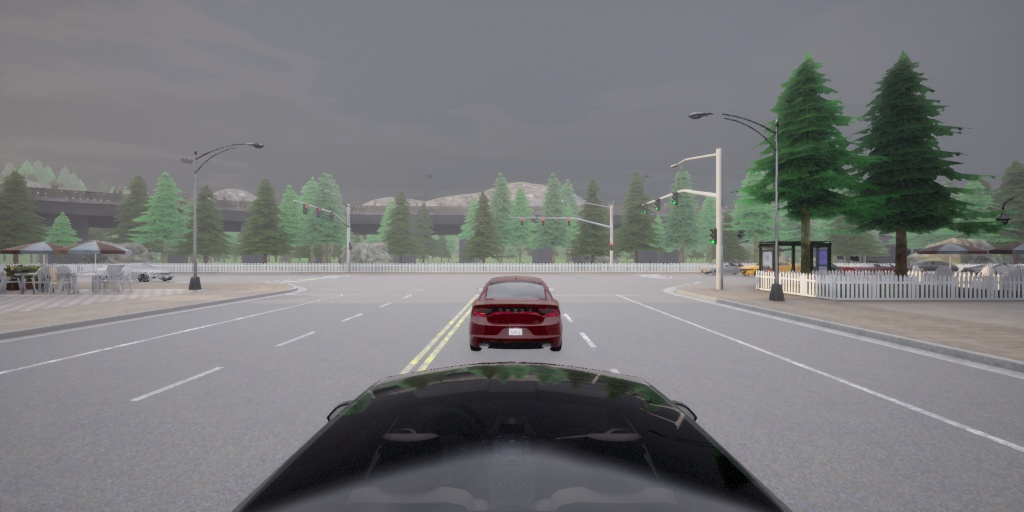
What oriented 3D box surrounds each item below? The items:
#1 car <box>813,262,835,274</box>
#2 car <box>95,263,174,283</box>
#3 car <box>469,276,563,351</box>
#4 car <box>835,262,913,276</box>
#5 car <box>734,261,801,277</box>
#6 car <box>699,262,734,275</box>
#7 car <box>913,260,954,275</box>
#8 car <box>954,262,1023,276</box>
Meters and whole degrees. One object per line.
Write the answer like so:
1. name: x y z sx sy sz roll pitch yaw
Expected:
1. car: 31.051 1.295 36.510 4.718 1.301 1.895 0 0 2
2. car: -27.618 1.221 26.254 4.674 1.442 1.812 0 0 0
3. car: 0.103 1.228 9.002 1.882 1.535 5.008 0 0 1
4. car: 33.121 1.295 32.935 4.718 1.301 1.895 0 0 2
5. car: 23.818 1.172 33.127 5.008 1.535 1.882 0 0 1
6. car: 21.882 1.295 36.659 4.718 1.301 1.895 0 0 1
7. car: 40.969 1.199 35.708 4.892 1.490 1.837 0 0 10
8. car: 43.004 1.258 31.788 4.181 1.385 1.994 0 0 14
